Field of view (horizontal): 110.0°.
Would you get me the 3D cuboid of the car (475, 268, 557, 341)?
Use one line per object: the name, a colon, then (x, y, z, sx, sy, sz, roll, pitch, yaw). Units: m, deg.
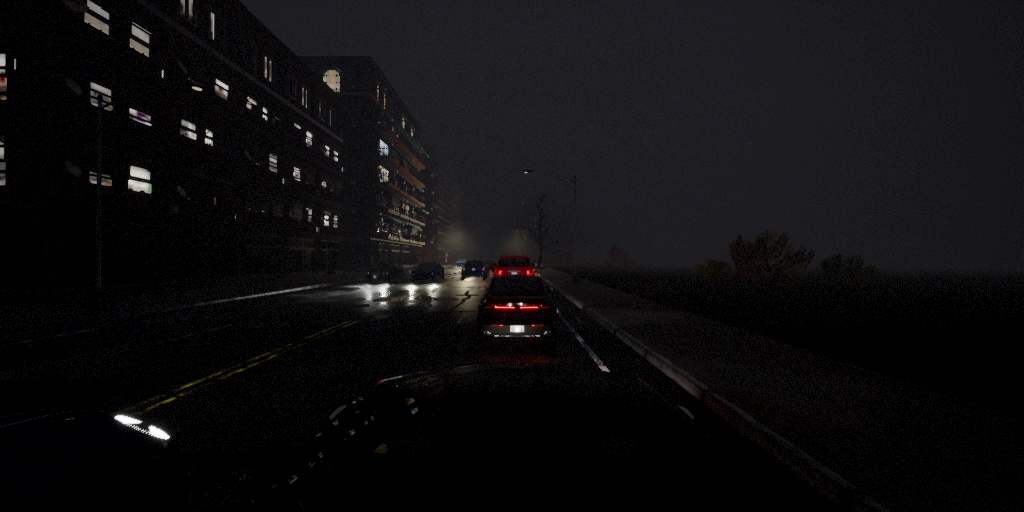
car: (0.110, 1.256, 9.831, 1.837, 1.490, 4.892, 0, 0, 0)

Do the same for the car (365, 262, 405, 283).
car: (-9.825, 1.245, 28.144, 2.128, 1.511, 4.902, 0, 0, 0)

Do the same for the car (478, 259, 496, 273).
car: (-3.106, 1.231, 45.492, 1.882, 1.535, 5.008, 0, 0, 0)

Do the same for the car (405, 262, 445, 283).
car: (-6.574, 1.231, 28.382, 1.882, 1.535, 5.008, 0, 0, 0)

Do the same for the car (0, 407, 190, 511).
car: (-3.151, 1.102, 0.422, 2.097, 1.767, 4.553, 0, 0, 0)

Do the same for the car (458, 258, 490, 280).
car: (-3.121, 1.106, 31.244, 2.097, 1.767, 4.553, 0, 0, 0)

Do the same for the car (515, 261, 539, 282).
car: (1.166, 1.209, 30.585, 1.801, 1.575, 5.366, 0, 0, 0)

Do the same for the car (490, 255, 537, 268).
car: (0.118, 0.974, 20.178, 2.150, 2.045, 5.566, 0, 0, 0)
